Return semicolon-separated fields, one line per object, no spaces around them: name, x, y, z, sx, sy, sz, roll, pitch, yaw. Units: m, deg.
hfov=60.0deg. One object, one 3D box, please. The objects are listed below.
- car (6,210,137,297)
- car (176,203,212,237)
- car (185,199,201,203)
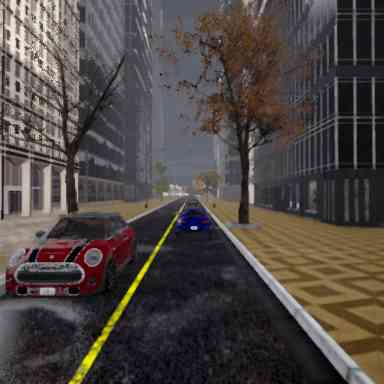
car;-2.821;1.352;8.769;2.097;1.767;4.553;0;0;0
car;0.093;1.528;17.984;1.812;1.442;4.674;0;0;0
car;0.084;1.553;40.676;2.033;1.411;5.357;0;0;0
